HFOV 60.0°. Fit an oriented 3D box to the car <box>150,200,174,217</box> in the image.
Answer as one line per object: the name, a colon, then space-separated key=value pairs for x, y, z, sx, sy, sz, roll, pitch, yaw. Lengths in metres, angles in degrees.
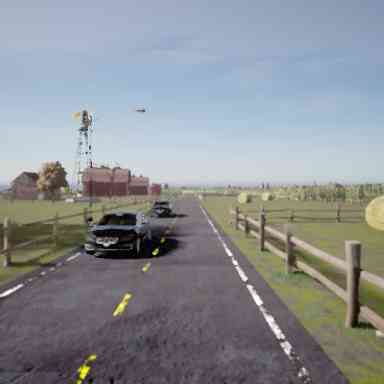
car: x=-2.753 y=1.550 z=31.355 sx=1.837 sy=1.490 sz=4.892 roll=0 pitch=-1 yaw=0

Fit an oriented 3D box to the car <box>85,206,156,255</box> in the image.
car: x=-2.803 y=1.521 z=13.433 sx=1.837 sy=1.490 sz=4.892 roll=0 pitch=-1 yaw=1
